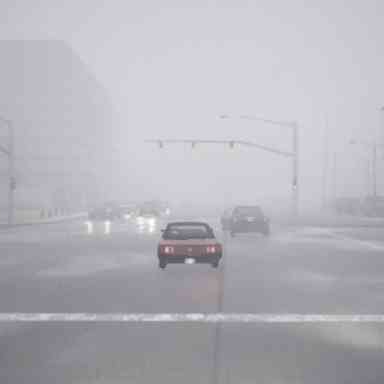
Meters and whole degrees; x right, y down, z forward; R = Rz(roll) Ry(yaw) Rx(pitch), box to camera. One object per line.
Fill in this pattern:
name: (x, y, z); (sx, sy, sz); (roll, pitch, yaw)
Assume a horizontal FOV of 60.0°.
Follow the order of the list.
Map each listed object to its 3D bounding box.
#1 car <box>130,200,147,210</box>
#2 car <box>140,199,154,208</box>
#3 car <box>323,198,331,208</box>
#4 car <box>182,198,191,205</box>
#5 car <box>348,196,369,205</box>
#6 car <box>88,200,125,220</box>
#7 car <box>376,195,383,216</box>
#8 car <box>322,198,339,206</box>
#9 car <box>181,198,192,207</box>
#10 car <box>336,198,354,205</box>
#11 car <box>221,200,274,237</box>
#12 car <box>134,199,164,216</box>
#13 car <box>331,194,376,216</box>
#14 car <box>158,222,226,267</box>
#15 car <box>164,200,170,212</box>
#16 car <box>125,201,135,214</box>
car: (-8.070, 1.925, 50.342); (1.812, 1.442, 4.674); (0, 0, 0)
car: (-8.096, 2.042, 60.354); (1.994, 1.385, 4.181); (0, 0, 0)
car: (22.172, 1.810, 51.977); (1.970, 1.475, 3.806); (0, 0, 0)
car: (-1.183, 2.057, 73.048); (1.882, 1.535, 5.008); (0, 0, 0)
car: (33.468, 1.688, 67.168); (1.932, 1.855, 4.605); (0, 0, 0)
car: (-8.060, 1.599, 31.168); (2.097, 1.767, 4.553); (0, 0, 1)
car: (19.524, 1.432, 34.504); (1.905, 1.878, 3.866); (0, 0, 0)
car: (27.890, 1.930, 67.098); (1.970, 1.475, 3.806); (0, 0, 0)
car: (-1.113, 2.024, 62.851); (1.812, 1.442, 4.674); (0, 0, 0)
car: (30.785, 1.898, 67.107); (1.784, 1.438, 3.905); (0, 0, 0)
car: (2.956, 1.507, 19.396); (2.097, 1.767, 4.553); (0, 0, -2)
car: (-4.525, 1.777, 35.932); (2.128, 1.511, 4.902); (0, 0, 0)
car: (16.630, 1.429, 34.548); (1.932, 1.855, 4.605); (0, 0, 0)
car: (-0.167, 1.695, 11.721); (1.895, 1.301, 4.718); (0, 0, -3)
car: (-4.569, 1.709, 44.974); (2.097, 1.767, 4.553); (0, 0, 0)
car: (-8.050, 1.797, 40.337); (1.882, 1.535, 5.008); (0, 0, 0)
